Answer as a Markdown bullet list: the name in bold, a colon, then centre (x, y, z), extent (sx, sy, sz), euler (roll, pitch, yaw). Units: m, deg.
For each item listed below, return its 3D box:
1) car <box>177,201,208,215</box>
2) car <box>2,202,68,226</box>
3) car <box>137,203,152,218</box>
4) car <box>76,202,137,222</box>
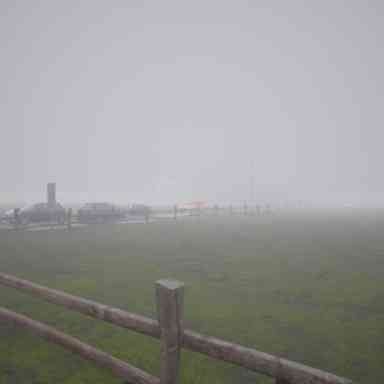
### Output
- **car**: centre (0.082, 1.958, 42.847), extent (2.097, 1.767, 4.553), euler (0, -1, 35)
- **car**: centre (-12.044, 1.581, 25.712), extent (2.097, 1.767, 4.553), euler (0, -1, 35)
- **car**: centre (-6.180, 1.903, 34.002), extent (2.128, 1.511, 4.902), euler (0, -1, 35)
- **car**: centre (-7.145, 1.641, 27.557), extent (2.097, 1.767, 4.553), euler (0, -1, 35)
